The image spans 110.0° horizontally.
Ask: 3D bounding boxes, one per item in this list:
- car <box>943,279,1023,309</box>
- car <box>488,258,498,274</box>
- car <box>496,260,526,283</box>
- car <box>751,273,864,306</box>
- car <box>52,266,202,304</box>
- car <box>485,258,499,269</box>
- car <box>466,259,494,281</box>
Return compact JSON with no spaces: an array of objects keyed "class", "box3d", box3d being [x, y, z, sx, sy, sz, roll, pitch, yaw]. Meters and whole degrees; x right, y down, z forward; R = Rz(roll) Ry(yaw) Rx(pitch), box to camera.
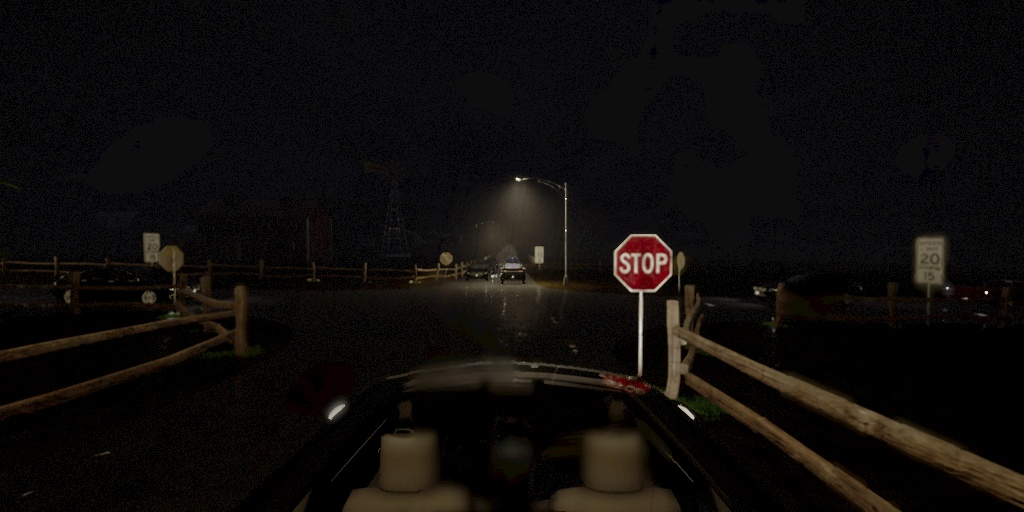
[{"class":"car","box3d":[24.017,1.789,17.254,4.718,1.301,1.895,1,1,0]},{"class":"car","box3d":[-2.874,1.249,41.736,1.837,1.490,4.892,0,1,0]},{"class":"car","box3d":[0.072,1.331,28.670,2.128,1.511,4.902,0,0,0]},{"class":"car","box3d":[14.155,1.552,17.272,4.674,1.442,1.812,1,1,0]},{"class":"car","box3d":[-15.258,1.157,14.442,4.892,1.490,1.837,1,1,-2]},{"class":"car","box3d":[-2.879,1.067,52.124,1.837,1.490,4.892,0,1,0]},{"class":"car","box3d":[-2.872,1.309,31.650,1.882,1.535,5.008,0,0,0]}]
